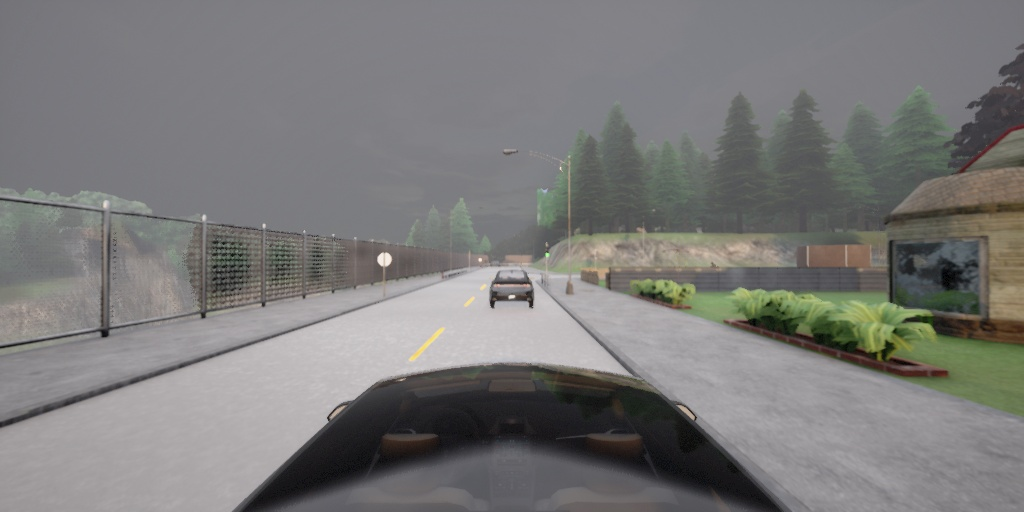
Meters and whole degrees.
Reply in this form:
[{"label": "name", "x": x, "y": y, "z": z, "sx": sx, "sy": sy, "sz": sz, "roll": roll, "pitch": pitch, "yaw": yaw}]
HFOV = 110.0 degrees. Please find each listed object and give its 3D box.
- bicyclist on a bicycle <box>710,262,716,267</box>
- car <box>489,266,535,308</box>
[{"label": "bicyclist on a bicycle", "x": 19.773, "y": 1.410, "z": 35.252, "sx": 0.582, "sy": 1.620, "sz": 1.656, "roll": 0, "pitch": -1, "yaw": 0}, {"label": "car", "x": -0.006, "y": 1.376, "z": 16.141, "sx": 2.128, "sy": 1.511, "sz": 4.902, "roll": 0, "pitch": 0, "yaw": 0}]
